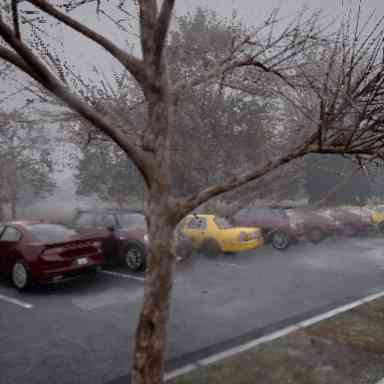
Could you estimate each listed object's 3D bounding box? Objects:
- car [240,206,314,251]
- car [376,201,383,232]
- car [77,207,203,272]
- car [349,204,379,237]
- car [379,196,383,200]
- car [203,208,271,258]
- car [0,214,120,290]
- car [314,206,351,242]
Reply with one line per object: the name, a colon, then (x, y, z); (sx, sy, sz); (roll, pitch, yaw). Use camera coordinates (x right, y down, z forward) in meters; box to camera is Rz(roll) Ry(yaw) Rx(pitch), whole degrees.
car: (2.572, 1.377, 14.445); (4.553, 1.767, 2.185); (-1, -1, 33)
car: (9.758, 1.495, 19.773); (5.366, 1.575, 1.946); (-1, -1, 32)
car: (-2.230, 1.380, 10.953); (4.553, 1.767, 2.185); (-1, -1, 34)
car: (7.261, 1.541, 18.049); (4.674, 1.452, 2.002); (-1, -1, 33)
car: (14.274, 1.373, 23.520); (4.553, 1.767, 2.185); (-1, -1, 32)
car: (0.020, 1.503, 12.789); (5.366, 1.575, 1.946); (-1, -1, 34)
car: (-4.595, 1.505, 9.179); (5.008, 1.535, 2.097); (-1, -1, 34)
car: (4.912, 1.542, 16.246); (4.674, 1.452, 2.002); (-1, -1, 33)
